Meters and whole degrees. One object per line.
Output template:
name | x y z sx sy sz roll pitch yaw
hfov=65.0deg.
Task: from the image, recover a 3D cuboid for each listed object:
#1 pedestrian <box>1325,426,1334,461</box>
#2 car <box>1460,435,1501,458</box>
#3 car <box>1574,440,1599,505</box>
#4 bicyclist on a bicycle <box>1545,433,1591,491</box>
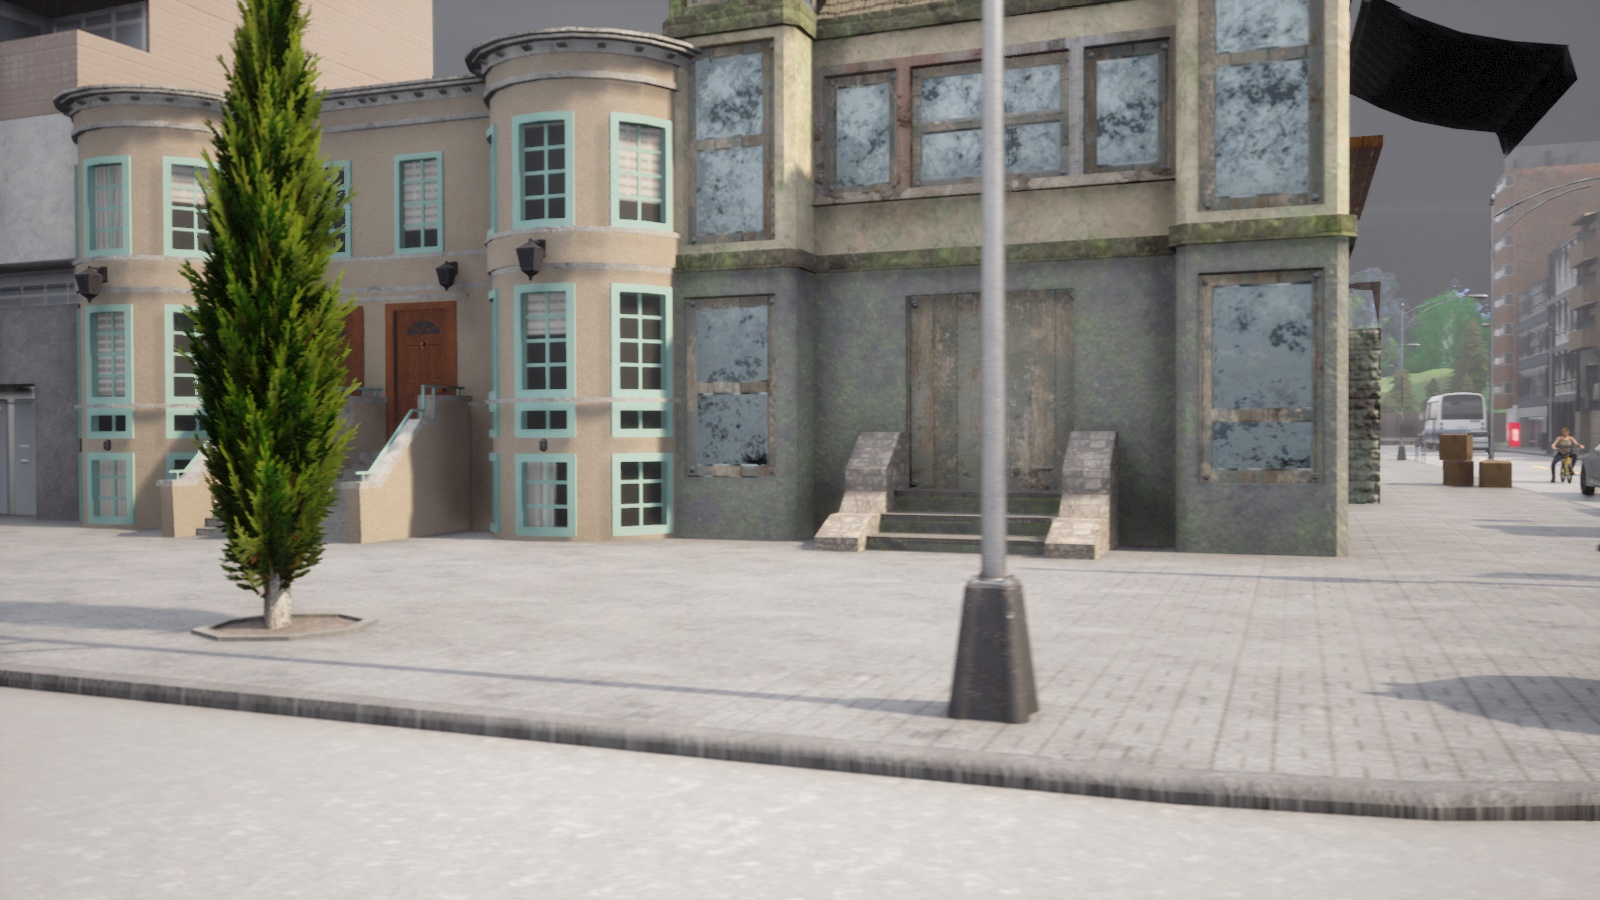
pedestrian | 29.416 -0.371 69.778 0.396 1.930 0.692 1 1 20
car | 45.465 -0.249 83.971 1.970 1.475 3.806 1 1 22
car | 19.025 0.516 28.356 1.812 1.442 4.674 1 1 21
bicyclist on a bicycle | 22.175 0.324 36.271 0.866 1.612 1.509 1 1 22
